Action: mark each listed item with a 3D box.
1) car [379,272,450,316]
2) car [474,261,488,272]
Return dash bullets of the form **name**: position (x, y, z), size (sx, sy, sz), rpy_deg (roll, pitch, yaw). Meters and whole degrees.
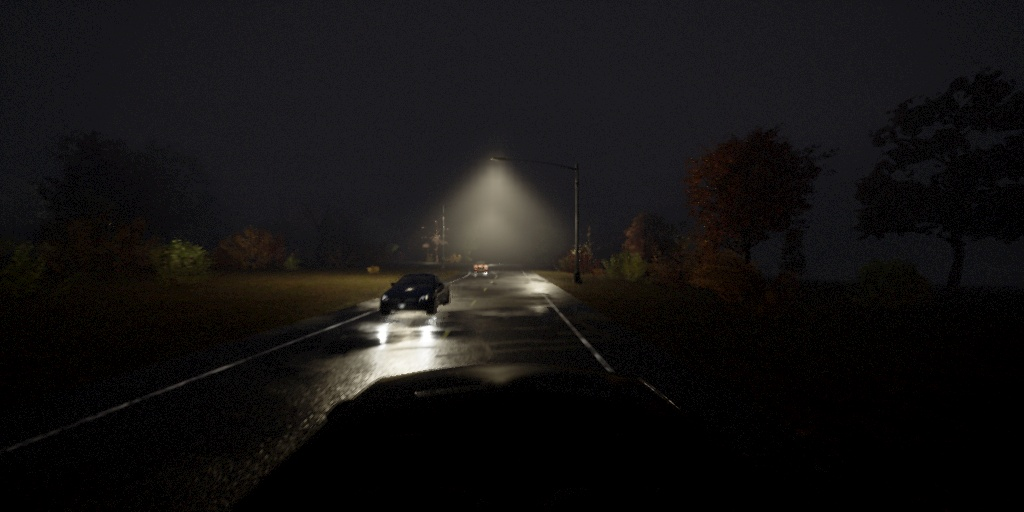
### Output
- **car**: position (-3.601, 1.384, 14.070), size (1.812, 1.442, 4.674), rpy_deg (0, -1, 0)
- **car**: position (-4.888, 1.602, 55.780), size (2.097, 1.767, 4.553), rpy_deg (0, -1, -6)
